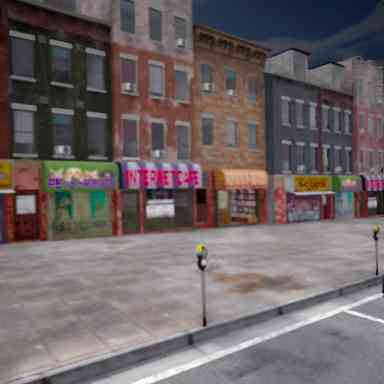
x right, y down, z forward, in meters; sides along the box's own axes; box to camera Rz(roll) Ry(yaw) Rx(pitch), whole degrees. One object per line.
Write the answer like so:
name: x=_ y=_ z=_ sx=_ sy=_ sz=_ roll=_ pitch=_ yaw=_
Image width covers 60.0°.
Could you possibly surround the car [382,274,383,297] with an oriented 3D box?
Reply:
car: x=5.680 y=1.569 z=6.879 sx=4.313 sy=1.339 sz=1.947 roll=0 pitch=-1 yaw=-35
